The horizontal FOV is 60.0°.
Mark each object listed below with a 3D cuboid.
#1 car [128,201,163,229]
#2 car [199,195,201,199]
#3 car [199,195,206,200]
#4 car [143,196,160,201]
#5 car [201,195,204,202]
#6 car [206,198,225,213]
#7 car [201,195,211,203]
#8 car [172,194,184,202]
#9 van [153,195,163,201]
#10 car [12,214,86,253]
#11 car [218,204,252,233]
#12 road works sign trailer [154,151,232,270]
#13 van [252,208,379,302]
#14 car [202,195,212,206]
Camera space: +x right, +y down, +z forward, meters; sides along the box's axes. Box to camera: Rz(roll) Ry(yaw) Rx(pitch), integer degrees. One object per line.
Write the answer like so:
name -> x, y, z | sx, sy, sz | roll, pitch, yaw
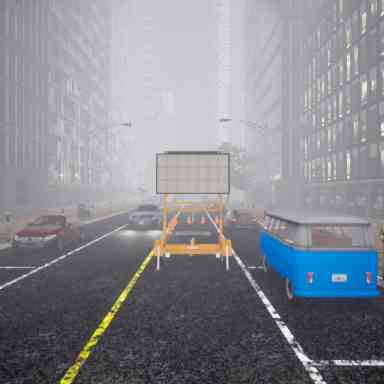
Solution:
car -> -2.937, 1.525, 21.712 | 1.812, 1.442, 4.674 | 0, 0, 0
car -> 2.884, 1.410, 64.878 | 1.967, 1.590, 4.097 | 0, 0, 0
car -> 2.970, 1.463, 93.341 | 1.887, 1.381, 4.507 | 0, 0, 0
car -> -5.566, 1.548, 42.137 | 2.008, 1.369, 4.403 | 0, 0, 0
car -> 2.849, 1.538, 53.493 | 2.008, 1.369, 4.403 | 0, 0, 0
car -> 2.798, 1.581, 36.416 | 1.802, 1.307, 4.206 | 0, 0, 0
car -> 2.901, 1.401, 70.570 | 1.967, 1.590, 4.097 | 0, 0, 0
car -> -2.795, 1.185, 69.079 | 2.150, 2.045, 5.566 | 0, 0, 0
van -> -5.531, 1.328, 53.522 | 1.690, 1.788, 3.998 | 0, 0, 0
car -> -5.652, 1.582, 13.674 | 1.802, 1.307, 4.206 | 0, 0, 0
car -> 2.746, 1.581, 19.338 | 1.802, 1.307, 4.206 | 0, 0, 0
road works sign trailer -> 0.031, 0.464, 10.982 | 2.380, 3.560, 2.880 | 0, 0, 0
van -> 2.712, 1.341, 7.955 | 1.690, 1.788, 3.998 | 0, 0, 0
car -> 2.832, 1.544, 47.801 | 2.008, 1.369, 4.403 | 0, 0, 0
